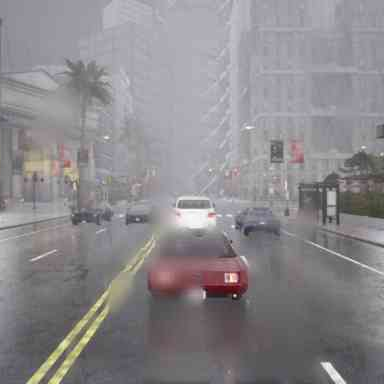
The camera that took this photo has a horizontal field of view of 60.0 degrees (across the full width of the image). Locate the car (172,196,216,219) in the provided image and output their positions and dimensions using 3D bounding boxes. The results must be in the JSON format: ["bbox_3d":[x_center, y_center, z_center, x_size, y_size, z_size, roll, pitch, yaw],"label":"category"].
[{"bbox_3d":[0.096,1.221,18.101,2.150,2.045,5.566,0,0,0],"label":"car"}]

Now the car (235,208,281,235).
[{"bbox_3d":[3.601,1.562,18.767,1.994,1.385,4.181,0,0,0],"label":"car"}]

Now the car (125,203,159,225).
[{"bbox_3d":[-3.503,1.513,23.973,1.882,1.535,5.008,0,0,0],"label":"car"}]

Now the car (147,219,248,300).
[{"bbox_3d":[0.104,1.601,8.333,1.895,1.301,4.718,0,0,0],"label":"car"}]

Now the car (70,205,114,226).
[{"bbox_3d":[-7.005,1.600,23.735,1.895,1.301,4.718,0,0,0],"label":"car"}]
